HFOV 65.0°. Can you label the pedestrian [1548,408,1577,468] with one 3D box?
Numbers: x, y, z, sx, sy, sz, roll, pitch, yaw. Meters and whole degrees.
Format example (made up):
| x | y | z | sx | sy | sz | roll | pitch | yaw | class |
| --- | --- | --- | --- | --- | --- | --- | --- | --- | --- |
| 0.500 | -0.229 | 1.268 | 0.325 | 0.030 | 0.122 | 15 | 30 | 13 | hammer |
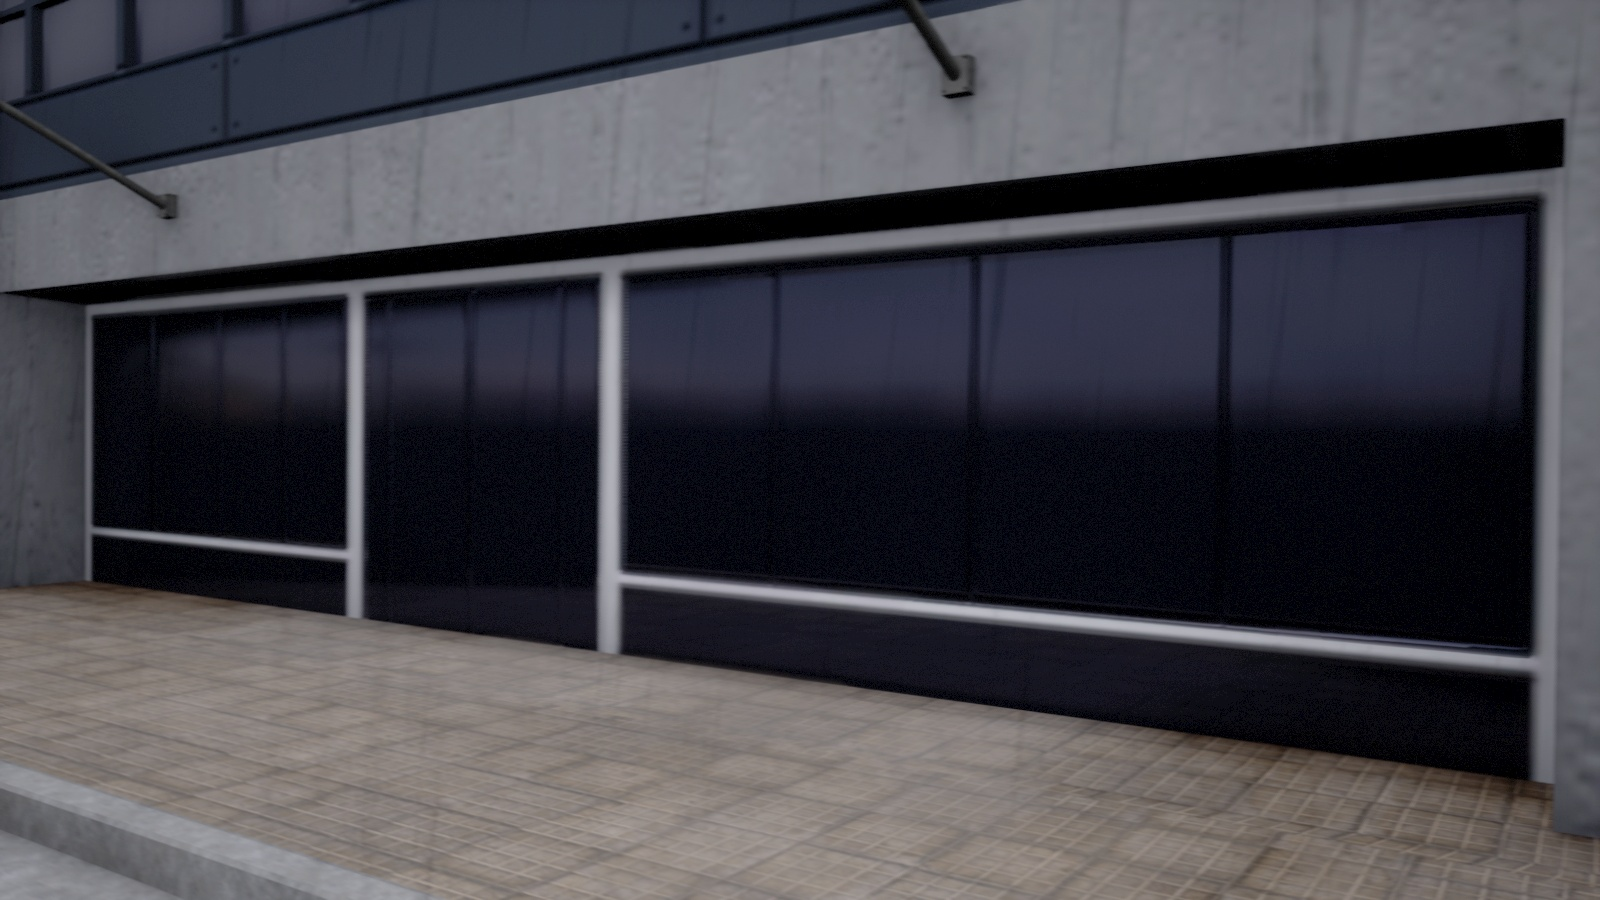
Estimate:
| x | y | z | sx | sy | sz | roll | pitch | yaw | class |
| --- | --- | --- | --- | --- | --- | --- | --- | --- | --- |
| 24.790 | -0.390 | 40.826 | 0.788 | 1.949 | 0.423 | 0 | 1 | 33 | pedestrian |
